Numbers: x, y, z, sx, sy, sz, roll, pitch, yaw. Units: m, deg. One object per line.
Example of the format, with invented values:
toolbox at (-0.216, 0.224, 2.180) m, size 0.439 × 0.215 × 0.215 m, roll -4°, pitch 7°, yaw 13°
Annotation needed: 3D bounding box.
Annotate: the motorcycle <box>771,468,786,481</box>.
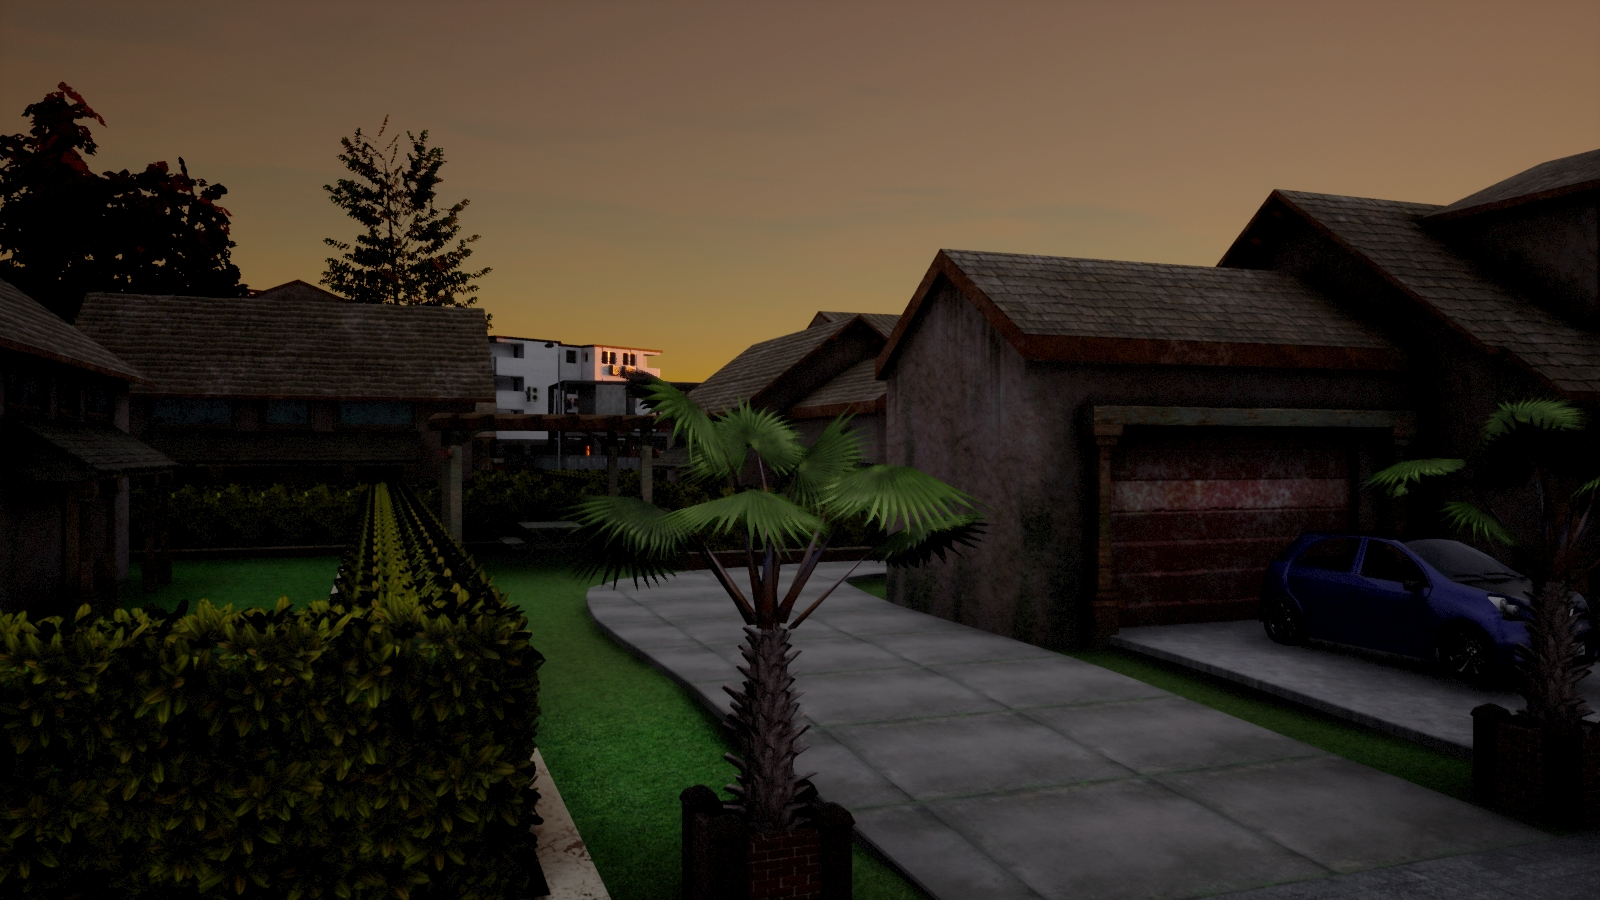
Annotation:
motorcycle at (-1.939, 2.199, 102.837) m, size 0.803 × 1.199 × 2.033 m, roll 0°, pitch 0°, yaw -20°
